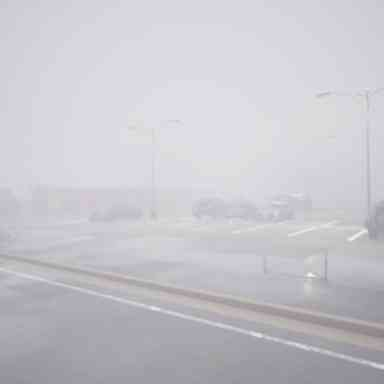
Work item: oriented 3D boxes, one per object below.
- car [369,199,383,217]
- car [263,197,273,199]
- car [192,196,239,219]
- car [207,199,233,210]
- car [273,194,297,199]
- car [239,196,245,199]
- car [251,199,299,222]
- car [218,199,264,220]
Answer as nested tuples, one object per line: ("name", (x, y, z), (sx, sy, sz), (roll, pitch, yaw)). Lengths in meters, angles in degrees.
("car", (20.034, 1.469, 34.844), (1.970, 1.475, 3.806), (-1, 0, 36))
("car", (14.163, 1.679, 60.578), (1.970, 1.475, 3.806), (-1, 0, 36))
("car", (1.967, 1.364, 29.191), (1.932, 1.855, 4.605), (-1, 0, 36))
("car", (3.963, 1.659, 46.399), (1.784, 1.438, 3.905), (-1, 0, 36))
("car", (16.503, 1.407, 58.877), (1.905, 1.878, 3.866), (-1, 0, 36))
("car", (6.273, 1.416, 44.654), (1.932, 1.855, 4.605), (-1, 0, 36))
("car", (6.523, 1.544, 25.967), (1.970, 1.475, 3.806), (-1, 0, 36))
("car", (4.175, 1.544, 27.661), (1.784, 1.438, 3.905), (-1, 0, 36))
